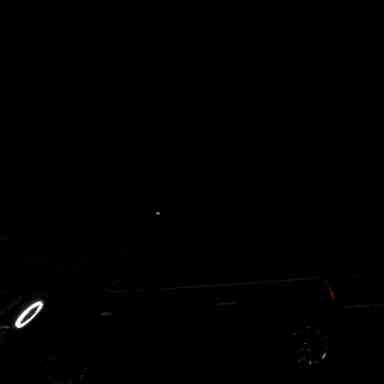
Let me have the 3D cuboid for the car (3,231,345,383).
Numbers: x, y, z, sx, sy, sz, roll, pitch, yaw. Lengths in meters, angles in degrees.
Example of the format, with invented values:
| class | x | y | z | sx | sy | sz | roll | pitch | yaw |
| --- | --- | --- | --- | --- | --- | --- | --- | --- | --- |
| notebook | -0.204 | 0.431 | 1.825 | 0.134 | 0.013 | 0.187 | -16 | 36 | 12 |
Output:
| class | x | y | z | sx | sy | sz | roll | pitch | yaw |
| --- | --- | --- | --- | --- | --- | --- | --- | --- | --- |
| car | -0.225 | 1.489 | 5.065 | 4.553 | 1.767 | 2.097 | 0 | -1 | -8 |
